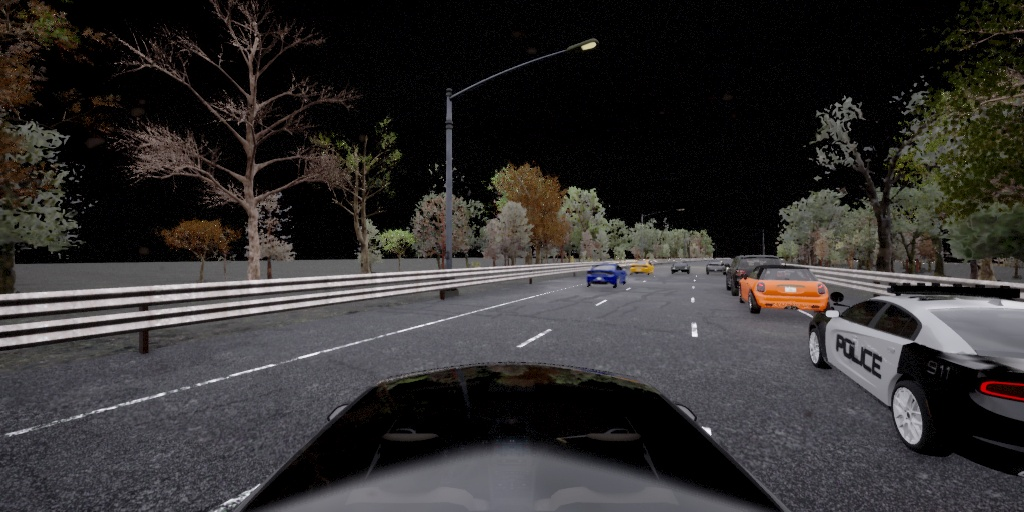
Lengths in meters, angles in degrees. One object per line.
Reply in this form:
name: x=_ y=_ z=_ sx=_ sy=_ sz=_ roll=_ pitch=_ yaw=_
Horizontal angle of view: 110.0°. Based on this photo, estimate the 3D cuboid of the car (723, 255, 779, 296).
car: x=12.609 y=0.978 z=18.758 sx=2.150 sy=2.045 sz=5.566 roll=0 pitch=0 yaw=27

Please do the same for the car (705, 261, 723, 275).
car: x=22.372 y=1.262 z=39.341 sx=2.128 sy=1.511 sz=4.902 roll=0 pitch=0 yaw=29

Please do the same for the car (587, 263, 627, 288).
car: x=6.471 y=1.232 z=24.163 sx=1.882 sy=1.535 sz=5.008 roll=0 pitch=0 yaw=27

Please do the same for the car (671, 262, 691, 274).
car: x=19.259 y=1.370 z=40.818 sx=1.895 sy=1.301 sz=4.718 roll=0 pitch=0 yaw=28

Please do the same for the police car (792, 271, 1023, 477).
police car: x=5.599 y=1.175 z=4.688 sx=1.930 sy=1.638 sz=5.238 roll=0 pitch=0 yaw=26

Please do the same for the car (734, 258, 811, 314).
car: x=9.906 y=1.102 z=13.419 sx=2.097 sy=1.767 sz=4.553 roll=0 pitch=0 yaw=27

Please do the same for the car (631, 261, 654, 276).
car: x=14.047 y=1.243 z=38.522 sx=1.882 sy=1.535 sz=5.008 roll=0 pitch=0 yaw=28
